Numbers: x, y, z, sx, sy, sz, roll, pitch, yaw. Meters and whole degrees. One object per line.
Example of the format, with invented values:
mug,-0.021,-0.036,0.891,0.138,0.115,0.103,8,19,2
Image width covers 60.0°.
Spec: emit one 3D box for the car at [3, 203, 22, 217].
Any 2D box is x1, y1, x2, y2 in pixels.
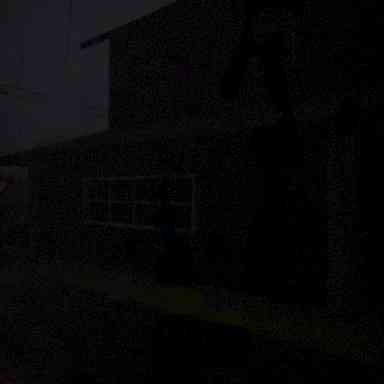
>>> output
car,-14.966,1.425,23.953,1.882,1.535,5.008,0,0,37
